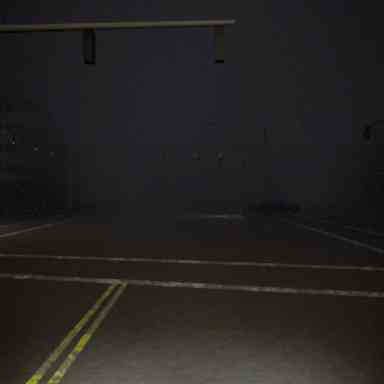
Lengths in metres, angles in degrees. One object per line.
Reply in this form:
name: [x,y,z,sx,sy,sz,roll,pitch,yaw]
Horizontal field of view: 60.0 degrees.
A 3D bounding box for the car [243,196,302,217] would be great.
car: [7.122,1.398,29.873,5.008,1.535,1.882,0,0,2]
